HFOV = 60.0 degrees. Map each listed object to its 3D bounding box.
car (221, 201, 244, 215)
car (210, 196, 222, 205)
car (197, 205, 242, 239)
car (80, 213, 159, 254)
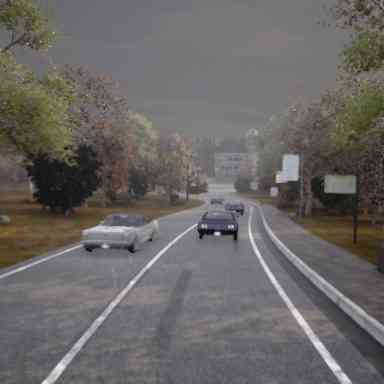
[{"bbox_3d":[4.447,1.582,34.524,1.895,1.301,4.718,1,0,11],"label":"car"},{"bbox_3d":[4.089,1.455,55.607,2.033,1.411,5.357,1,0,7],"label":"car"},{"bbox_3d":[1.453,1.588,17.219,1.895,1.301,4.718,1,0,8],"label":"car"},{"bbox_3d":[-2.728,1.546,13.516,1.895,1.301,4.718,1,0,6],"label":"car"}]
